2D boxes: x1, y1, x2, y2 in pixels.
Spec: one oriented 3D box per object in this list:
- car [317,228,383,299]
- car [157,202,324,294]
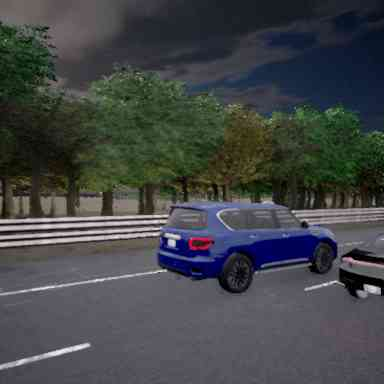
[{"bbox_3d":[5.284,1.603,7.513,4.902,1.511,2.128,1,-1,-35],"label":"car"},{"bbox_3d":[1.713,1.308,9.265,5.566,2.045,2.150,1,-1,-35],"label":"car"}]
